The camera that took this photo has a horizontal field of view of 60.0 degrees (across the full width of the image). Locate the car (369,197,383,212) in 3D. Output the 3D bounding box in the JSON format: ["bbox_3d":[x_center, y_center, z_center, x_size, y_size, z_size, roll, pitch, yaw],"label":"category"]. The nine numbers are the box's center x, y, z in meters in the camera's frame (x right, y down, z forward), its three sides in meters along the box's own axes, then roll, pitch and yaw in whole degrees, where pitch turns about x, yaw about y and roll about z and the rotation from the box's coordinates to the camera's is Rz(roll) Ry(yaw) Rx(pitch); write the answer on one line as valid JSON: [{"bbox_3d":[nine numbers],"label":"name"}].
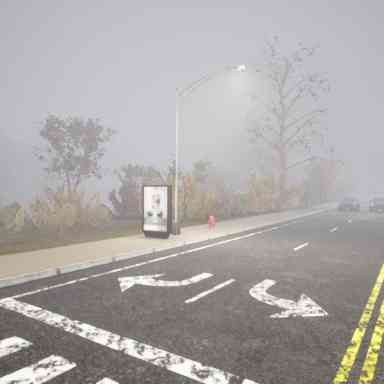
[{"bbox_3d":[21.536,1.392,38.056,2.097,1.767,4.553,0,0,31],"label":"car"}]

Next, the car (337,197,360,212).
[{"bbox_3d":[18.736,1.389,39.706,2.097,1.767,4.553,0,0,31],"label":"car"}]
